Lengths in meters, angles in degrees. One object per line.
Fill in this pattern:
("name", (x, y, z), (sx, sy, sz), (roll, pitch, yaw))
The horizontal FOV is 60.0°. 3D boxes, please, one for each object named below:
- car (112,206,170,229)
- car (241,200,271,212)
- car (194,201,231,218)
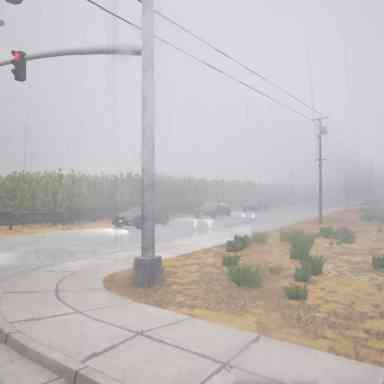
("car", (-3.336, 1.613, 22.266), (1.994, 1.385, 4.181), (0, 0, 33))
("car", (7.683, 1.597, 39.351), (2.033, 1.411, 5.357), (0, 0, 33))
("car", (2.038, 1.575, 30.581), (1.812, 1.442, 4.674), (0, 0, 33))
